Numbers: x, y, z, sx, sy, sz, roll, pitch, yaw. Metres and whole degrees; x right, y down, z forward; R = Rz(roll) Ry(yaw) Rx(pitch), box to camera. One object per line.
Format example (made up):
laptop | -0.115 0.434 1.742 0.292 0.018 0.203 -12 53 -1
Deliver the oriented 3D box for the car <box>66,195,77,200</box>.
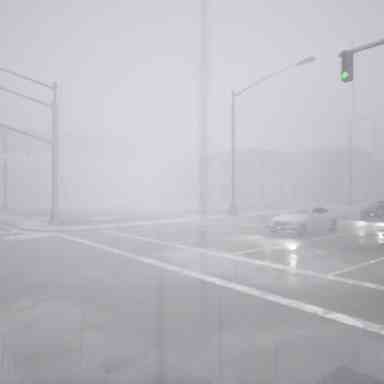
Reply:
car | -31.090 1.438 86.184 1.853 1.218 4.536 0 0 -8

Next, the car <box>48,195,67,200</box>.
car | -34.851 1.444 85.878 4.536 1.218 1.853 0 0 22

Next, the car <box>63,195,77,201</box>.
car | -31.082 1.596 86.133 2.038 1.542 4.974 0 0 -8

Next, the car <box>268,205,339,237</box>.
car | 6.064 1.430 17.773 4.674 1.442 1.812 -1 0 -39

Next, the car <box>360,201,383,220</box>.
car | 13.851 1.317 23.979 4.181 1.385 1.994 -1 1 -39

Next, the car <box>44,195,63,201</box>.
car | -34.803 1.602 85.860 4.974 1.542 2.038 0 0 22
